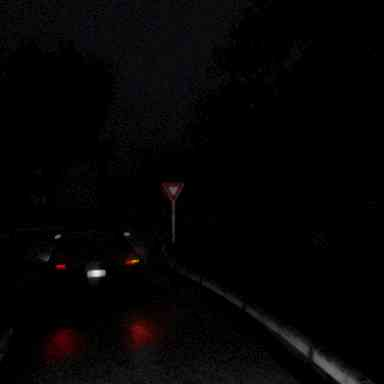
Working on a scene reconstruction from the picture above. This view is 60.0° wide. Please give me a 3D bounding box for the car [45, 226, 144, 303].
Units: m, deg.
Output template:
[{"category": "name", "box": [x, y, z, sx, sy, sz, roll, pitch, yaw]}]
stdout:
[{"category": "car", "box": [-2.445, 1.532, 8.322, 1.994, 1.385, 4.181, 0, 0, -18]}]
